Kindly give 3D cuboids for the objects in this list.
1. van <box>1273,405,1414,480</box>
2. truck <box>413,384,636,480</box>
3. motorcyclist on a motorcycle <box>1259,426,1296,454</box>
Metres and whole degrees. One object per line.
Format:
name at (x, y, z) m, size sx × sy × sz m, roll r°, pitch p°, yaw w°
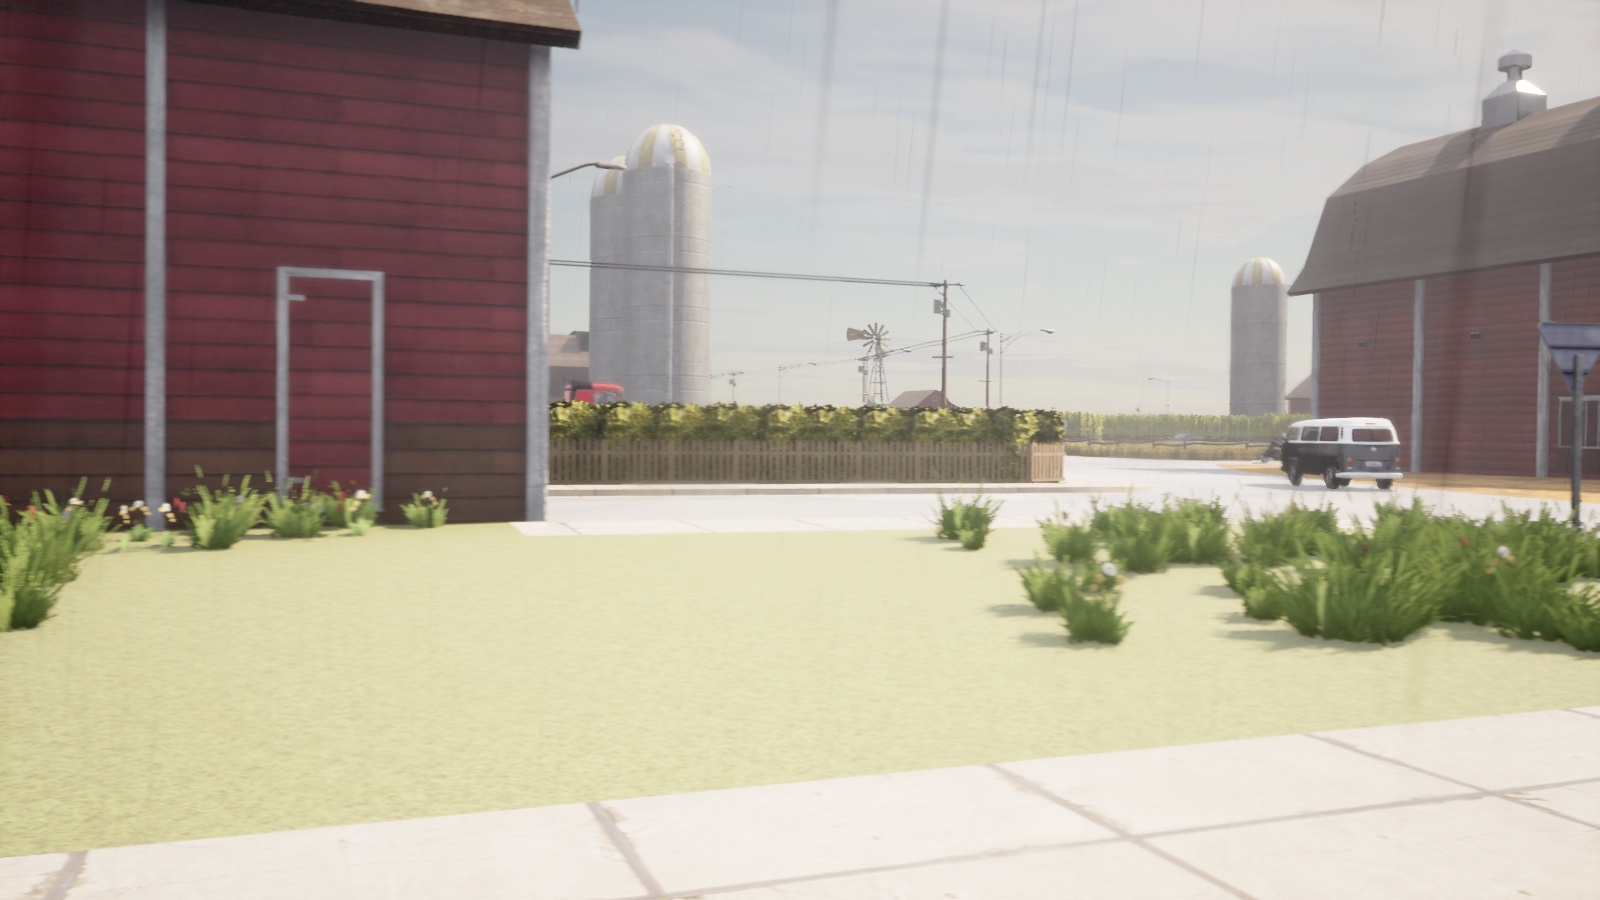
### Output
van at (15.733, -0.252, 36.649) m, size 2.069 × 2.038 × 4.480 m, roll -1°, pitch 1°, yaw -2°
truck at (-10.531, -0.711, 48.044) m, size 7.936 × 3.462 × 2.891 m, roll -1°, pitch 1°, yaw -21°
motorcyclist on a motorcycle at (27.466, -0.580, 72.227) m, size 1.817 × 1.590 × 0.866 m, roll -1°, pitch -1°, yaw 3°
